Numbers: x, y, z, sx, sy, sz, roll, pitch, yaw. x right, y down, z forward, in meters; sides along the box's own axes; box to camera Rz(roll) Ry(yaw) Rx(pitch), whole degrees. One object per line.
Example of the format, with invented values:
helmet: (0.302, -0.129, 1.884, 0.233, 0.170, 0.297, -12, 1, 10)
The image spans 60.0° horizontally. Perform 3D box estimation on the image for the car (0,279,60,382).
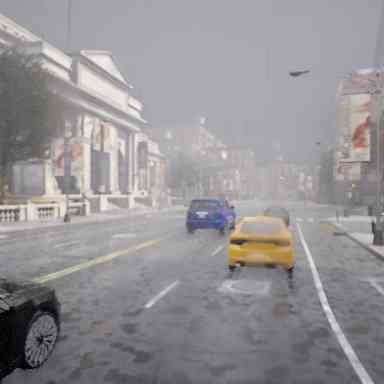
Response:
car: (-3.011, 1.515, 2.974, 2.128, 1.511, 4.902, 0, -1, 6)

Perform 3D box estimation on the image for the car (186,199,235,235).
car: (1.270, 1.423, 20.349, 2.150, 2.045, 5.566, 0, -1, 16)

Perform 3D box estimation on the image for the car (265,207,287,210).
car: (6.595, 1.835, 26.112, 1.994, 1.385, 4.181, 0, -1, 17)

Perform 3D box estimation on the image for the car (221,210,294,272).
car: (2.422, 1.595, 11.392, 1.882, 1.535, 5.008, 0, 0, 15)
